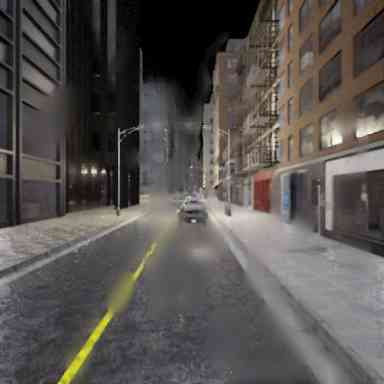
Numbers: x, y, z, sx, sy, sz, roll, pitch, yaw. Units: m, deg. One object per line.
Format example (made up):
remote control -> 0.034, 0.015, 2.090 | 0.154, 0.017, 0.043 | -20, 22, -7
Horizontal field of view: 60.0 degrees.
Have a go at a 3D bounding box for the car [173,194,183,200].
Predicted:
car -> -2.999, 1.057, 70.600 | 2.097, 1.767, 4.553 | 0, 0, 0

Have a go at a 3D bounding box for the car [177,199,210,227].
car -> 0.100, 1.448, 21.993 | 1.837, 1.490, 4.892 | 0, 0, 0

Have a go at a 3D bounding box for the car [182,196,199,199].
car -> 0.101, 1.381, 40.306 | 2.128, 1.511, 4.902 | 0, 0, 0
